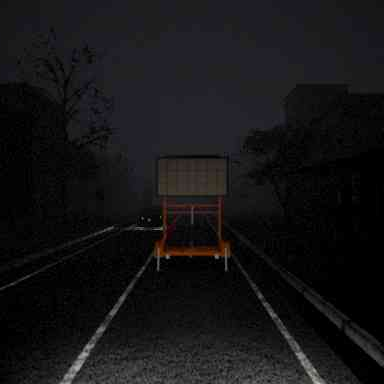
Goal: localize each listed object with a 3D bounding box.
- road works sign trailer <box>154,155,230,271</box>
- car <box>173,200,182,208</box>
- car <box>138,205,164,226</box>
[{"bbox_3d":[0.009,0.564,11.192,2.380,3.560,2.880,0,-1,0],"label":"road works sign trailer"},{"bbox_3d":[-2.948,2.406,67.886,2.033,1.411,5.357,0,0,0],"label":"car"},{"bbox_3d":[-3.078,1.830,26.401,1.837,1.490,4.892,0,-1,0],"label":"car"}]
